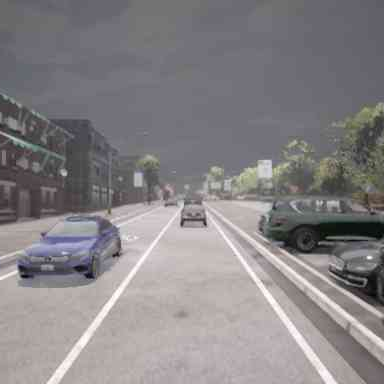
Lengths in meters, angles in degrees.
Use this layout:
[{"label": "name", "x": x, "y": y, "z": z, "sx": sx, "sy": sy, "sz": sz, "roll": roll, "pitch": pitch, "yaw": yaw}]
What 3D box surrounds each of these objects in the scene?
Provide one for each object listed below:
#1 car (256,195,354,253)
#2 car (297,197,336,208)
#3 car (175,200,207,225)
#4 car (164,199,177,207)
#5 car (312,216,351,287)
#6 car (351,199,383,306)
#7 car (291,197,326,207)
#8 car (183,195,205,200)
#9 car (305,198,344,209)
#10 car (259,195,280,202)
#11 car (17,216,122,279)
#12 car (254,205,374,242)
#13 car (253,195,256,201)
[{"label": "car", "x": 5.628, "y": 1.184, "z": 13.031, "sx": 5.566, "sy": 2.045, "sz": 2.435, "roll": 0, "pitch": 0, "yaw": 0}, {"label": "car", "x": 18.721, "y": 1.602, "z": 50.217, "sx": 5.008, "sy": 1.535, "sz": 2.097, "roll": 0, "pitch": 0, "yaw": 0}, {"label": "car", "x": 0.106, "y": 1.553, "z": 24.142, "sx": 2.033, "sy": 1.411, "sz": 5.357, "roll": 0, "pitch": 0, "yaw": 0}, {"label": "car", "x": -3.301, "y": 1.731, "z": 53.124, "sx": 1.994, "sy": 1.385, "sz": 4.181, "roll": 0, "pitch": 0, "yaw": 0}, {"label": "car", "x": 5.602, "y": 1.440, "z": 7.427, "sx": 4.892, "sy": 1.521, "sz": 2.231, "roll": 0, "pitch": 0, "yaw": 0}, {"label": "car", "x": 5.623, "y": 1.196, "z": 4.621, "sx": 5.566, "sy": 2.045, "sz": 2.435, "roll": 0, "pitch": 0, "yaw": 0}, {"label": "car", "x": 18.713, "y": 1.620, "z": 53.491, "sx": 4.892, "sy": 1.521, "sz": 2.231, "roll": 0, "pitch": 0, "yaw": 0}, {"label": "car", "x": 0.110, "y": 1.316, "z": 40.104, "sx": 2.150, "sy": 2.045, "sz": 5.566, "roll": 0, "pitch": 0, "yaw": 0}, {"label": "car", "x": 18.710, "y": 1.626, "z": 47.068, "sx": 4.674, "sy": 1.452, "sz": 2.002, "roll": 0, "pitch": 0, "yaw": 0}, {"label": "car", "x": 18.777, "y": 1.638, "z": 81.103, "sx": 4.553, "sy": 1.767, "sz": 2.185, "roll": 0, "pitch": 0, "yaw": 0}, {"label": "car", "x": -3.348, "y": 1.486, "z": 10.028, "sx": 1.812, "sy": 1.442, "sz": 4.674, "roll": 0, "pitch": 0, "yaw": 0}, {"label": "car", "x": 5.595, "y": 1.439, "z": 15.832, "sx": 4.892, "sy": 1.521, "sz": 2.231, "roll": 0, "pitch": 0, "yaw": 0}, {"label": "car", "x": 18.707, "y": 1.822, "z": 84.272, "sx": 4.674, "sy": 1.452, "sz": 2.002, "roll": 0, "pitch": 0, "yaw": 0}]
